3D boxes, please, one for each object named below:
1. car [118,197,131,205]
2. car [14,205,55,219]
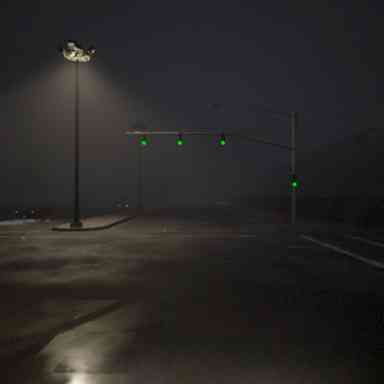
[{"bbox_3d":[-14.834,1.977,73.226,2.097,1.767,4.553,0,0,0],"label":"car"},{"bbox_3d":[-15.085,1.893,32.107,1.895,1.301,4.718,0,0,0],"label":"car"}]
